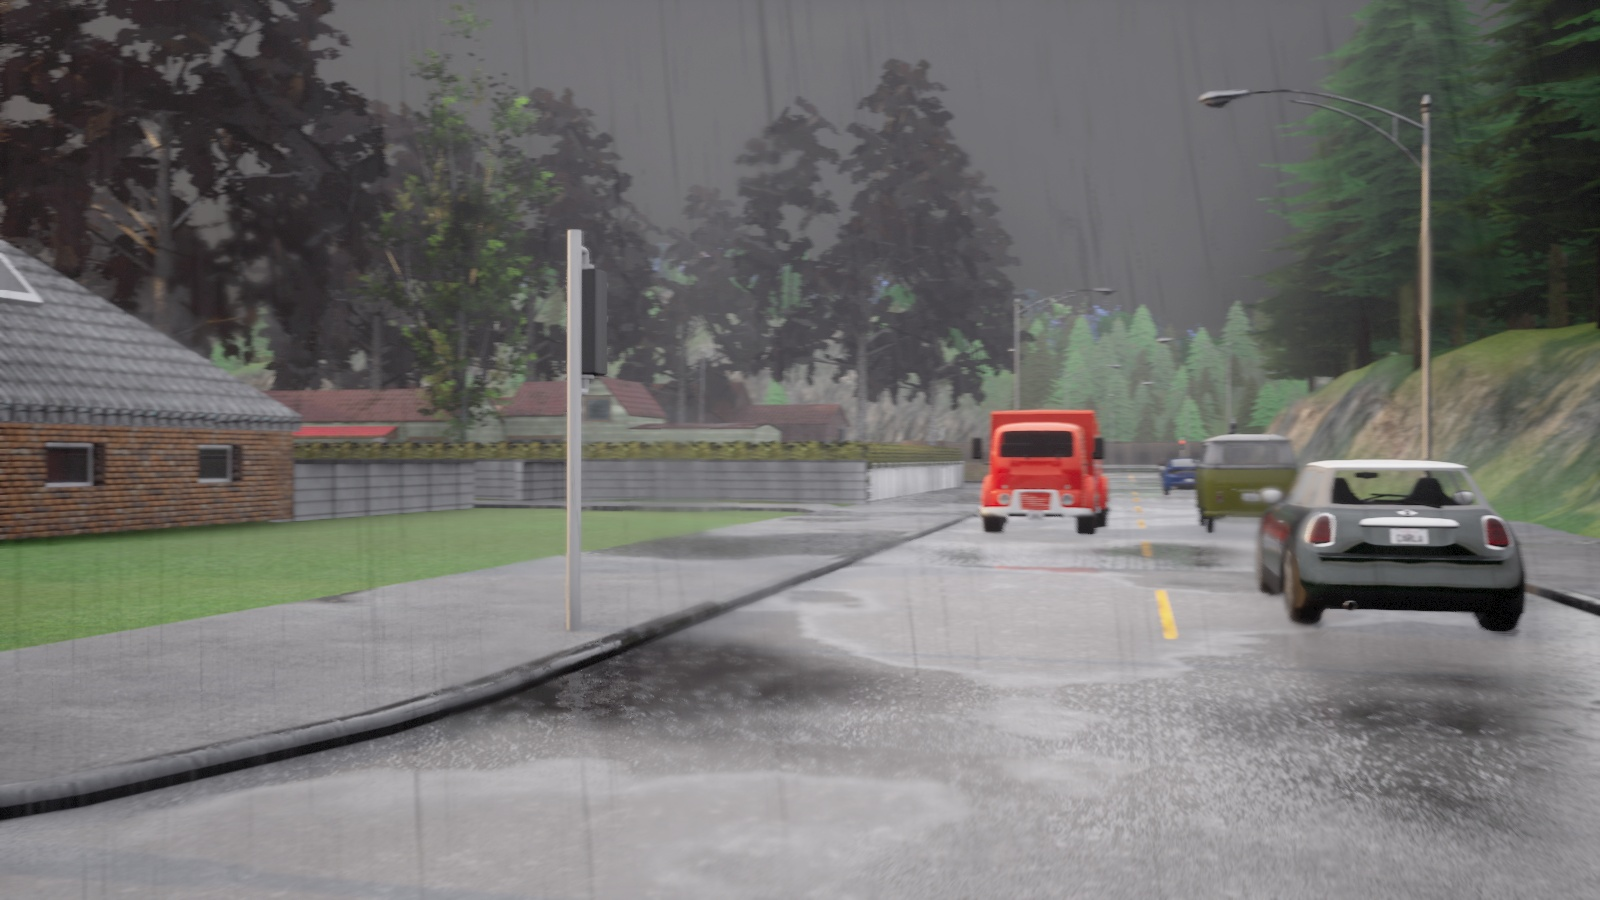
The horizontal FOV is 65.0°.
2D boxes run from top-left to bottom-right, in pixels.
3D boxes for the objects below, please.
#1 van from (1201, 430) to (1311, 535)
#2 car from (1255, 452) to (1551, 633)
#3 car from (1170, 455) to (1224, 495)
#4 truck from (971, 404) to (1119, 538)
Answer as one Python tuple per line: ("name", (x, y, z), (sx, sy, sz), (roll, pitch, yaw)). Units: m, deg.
("van", (9.421, 0.630, 26.242), (1.775, 1.987, 4.442), (0, 0, 15))
("car", (5.671, 0.769, 12.330), (1.970, 1.475, 3.806), (0, 0, 15))
("car", (16.174, 0.987, 51.316), (1.882, 1.535, 5.008), (0, 0, 15))
("truck", (5.192, 0.402, 25.928), (2.627, 2.467, 5.204), (0, 0, 15))
